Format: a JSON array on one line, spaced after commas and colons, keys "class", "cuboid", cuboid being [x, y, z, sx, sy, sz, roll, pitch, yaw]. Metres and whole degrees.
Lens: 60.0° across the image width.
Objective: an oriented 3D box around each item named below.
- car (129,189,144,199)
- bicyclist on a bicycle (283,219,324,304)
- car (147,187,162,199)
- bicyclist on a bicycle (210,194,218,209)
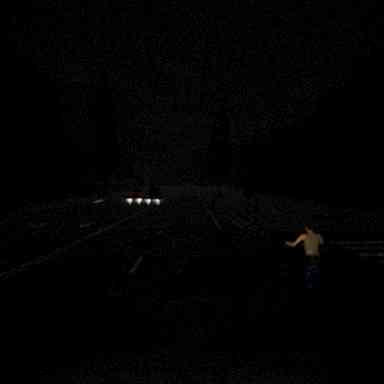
[{"class": "car", "cuboid": [-9.743, 0.230, 58.800, 2.097, 1.767, 4.553, 0, 2, 0]}, {"class": "bicyclist on a bicycle", "cuboid": [2.408, 1.342, 6.998, 0.866, 1.612, 1.509, -1, 7, 0]}, {"class": "car", "cuboid": [-6.493, 0.101, 58.736, 2.150, 2.045, 5.566, 0, 2, 0]}, {"class": "bicyclist on a bicycle", "cuboid": [2.257, 0.970, 34.322, 0.866, 1.612, 1.509, 0, 1, 0]}]
